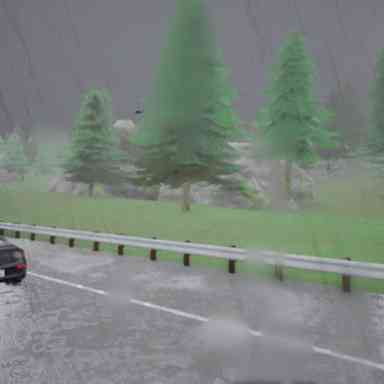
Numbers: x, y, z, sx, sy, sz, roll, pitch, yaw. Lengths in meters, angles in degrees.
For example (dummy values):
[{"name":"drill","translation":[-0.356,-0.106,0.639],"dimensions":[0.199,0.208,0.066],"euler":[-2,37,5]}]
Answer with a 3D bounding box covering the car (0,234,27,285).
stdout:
[{"name":"car","translation":[-5.872,1.534,8.175],"dimensions":[4.674,1.442,1.812],"euler":[0,0,35]}]
